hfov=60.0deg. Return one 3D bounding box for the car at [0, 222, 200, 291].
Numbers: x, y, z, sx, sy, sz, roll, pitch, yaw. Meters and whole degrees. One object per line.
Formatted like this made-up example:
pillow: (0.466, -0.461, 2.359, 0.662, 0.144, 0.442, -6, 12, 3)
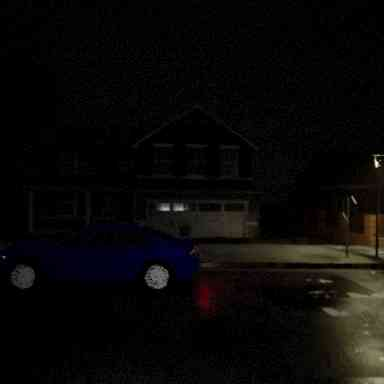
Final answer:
car: (-2.301, 1.543, 8.609, 5.008, 1.535, 1.882, 1, -1, -4)
